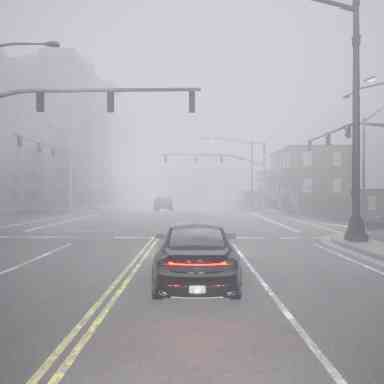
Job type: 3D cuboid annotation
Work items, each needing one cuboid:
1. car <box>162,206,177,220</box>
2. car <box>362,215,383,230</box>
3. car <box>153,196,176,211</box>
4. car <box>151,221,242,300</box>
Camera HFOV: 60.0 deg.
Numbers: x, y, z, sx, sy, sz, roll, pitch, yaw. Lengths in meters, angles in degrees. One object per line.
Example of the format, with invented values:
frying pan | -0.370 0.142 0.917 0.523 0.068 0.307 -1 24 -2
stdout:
car | -3.610 3.520 55.026 2.128 1.511 4.902 0 -12 0
car | 16.056 2.655 28.274 4.181 1.385 1.994 8 0 0
car | -3.593 1.477 42.049 2.150 2.045 5.566 0 -5 0
car | 0.096 1.505 8.393 1.837 1.490 4.892 0 0 0
